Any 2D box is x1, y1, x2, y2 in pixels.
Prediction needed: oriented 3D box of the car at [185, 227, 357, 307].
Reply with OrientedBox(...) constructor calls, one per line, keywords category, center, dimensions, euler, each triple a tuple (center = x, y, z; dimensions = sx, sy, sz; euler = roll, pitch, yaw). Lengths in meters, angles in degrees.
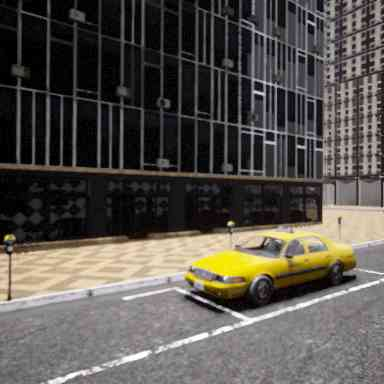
OrientedBox(category="car", center=(2.103, 1.561, 8.069), dimensions=(4.829, 1.417, 1.752), euler=(0, 0, -36))
